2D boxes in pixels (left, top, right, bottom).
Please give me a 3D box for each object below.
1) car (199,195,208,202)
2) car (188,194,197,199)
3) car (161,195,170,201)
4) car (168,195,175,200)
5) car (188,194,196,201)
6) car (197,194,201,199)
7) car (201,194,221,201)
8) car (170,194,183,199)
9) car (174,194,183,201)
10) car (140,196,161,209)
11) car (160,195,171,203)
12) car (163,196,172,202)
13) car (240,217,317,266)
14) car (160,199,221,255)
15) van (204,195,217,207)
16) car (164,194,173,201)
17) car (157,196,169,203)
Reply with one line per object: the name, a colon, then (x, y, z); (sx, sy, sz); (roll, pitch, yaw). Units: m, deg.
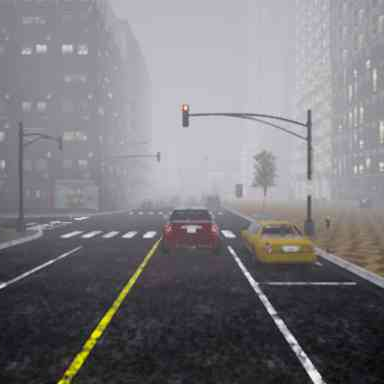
car: (2.699, 1.497, 76.758); (1.887, 1.381, 4.507); (0, 0, 0)
car: (0.012, 1.503, 72.791); (1.994, 1.385, 4.181); (0, 0, 0)
car: (-5.683, 1.499, 60.179); (2.008, 1.369, 4.403); (0, 0, 0)
car: (-5.678, 1.486, 93.169); (1.752, 1.417, 4.829); (0, 0, 0)
car: (0.015, 1.346, 82.792); (1.882, 1.535, 5.008); (0, 0, 0)
car: (2.696, 1.264, 65.703); (2.192, 1.841, 5.009); (0, 0, 0)
car: (2.693, 1.267, 43.598); (2.192, 1.841, 5.009); (0, 0, 0)
car: (-3.034, 1.426, 60.970); (1.882, 1.535, 5.008); (0, 0, 1)
car: (-2.987, 1.192, 76.555); (1.837, 1.490, 4.892); (0, 0, 0)
car: (-5.686, 1.503, 43.599); (2.008, 1.369, 4.403); (0, 0, 0)
car: (-5.682, 1.391, 71.232); (1.967, 1.590, 4.097); (0, 0, 0)
car: (-5.681, 1.535, 76.759); (1.802, 1.307, 4.206); (0, 0, 0)
car: (2.688, 1.508, 11.355); (1.752, 1.417, 4.829); (0, 0, 0)
car: (-0.101, 1.333, 13.465); (2.097, 1.767, 4.553); (0, 0, -2)
van: (2.694, 1.290, 49.124); (1.690, 1.788, 3.998); (0, 0, 0)
car: (-5.681, 1.395, 82.286); (1.967, 1.590, 4.097); (0, 0, 0)
car: (-5.683, 1.494, 65.705); (1.887, 1.381, 4.507); (0, 0, 0)
